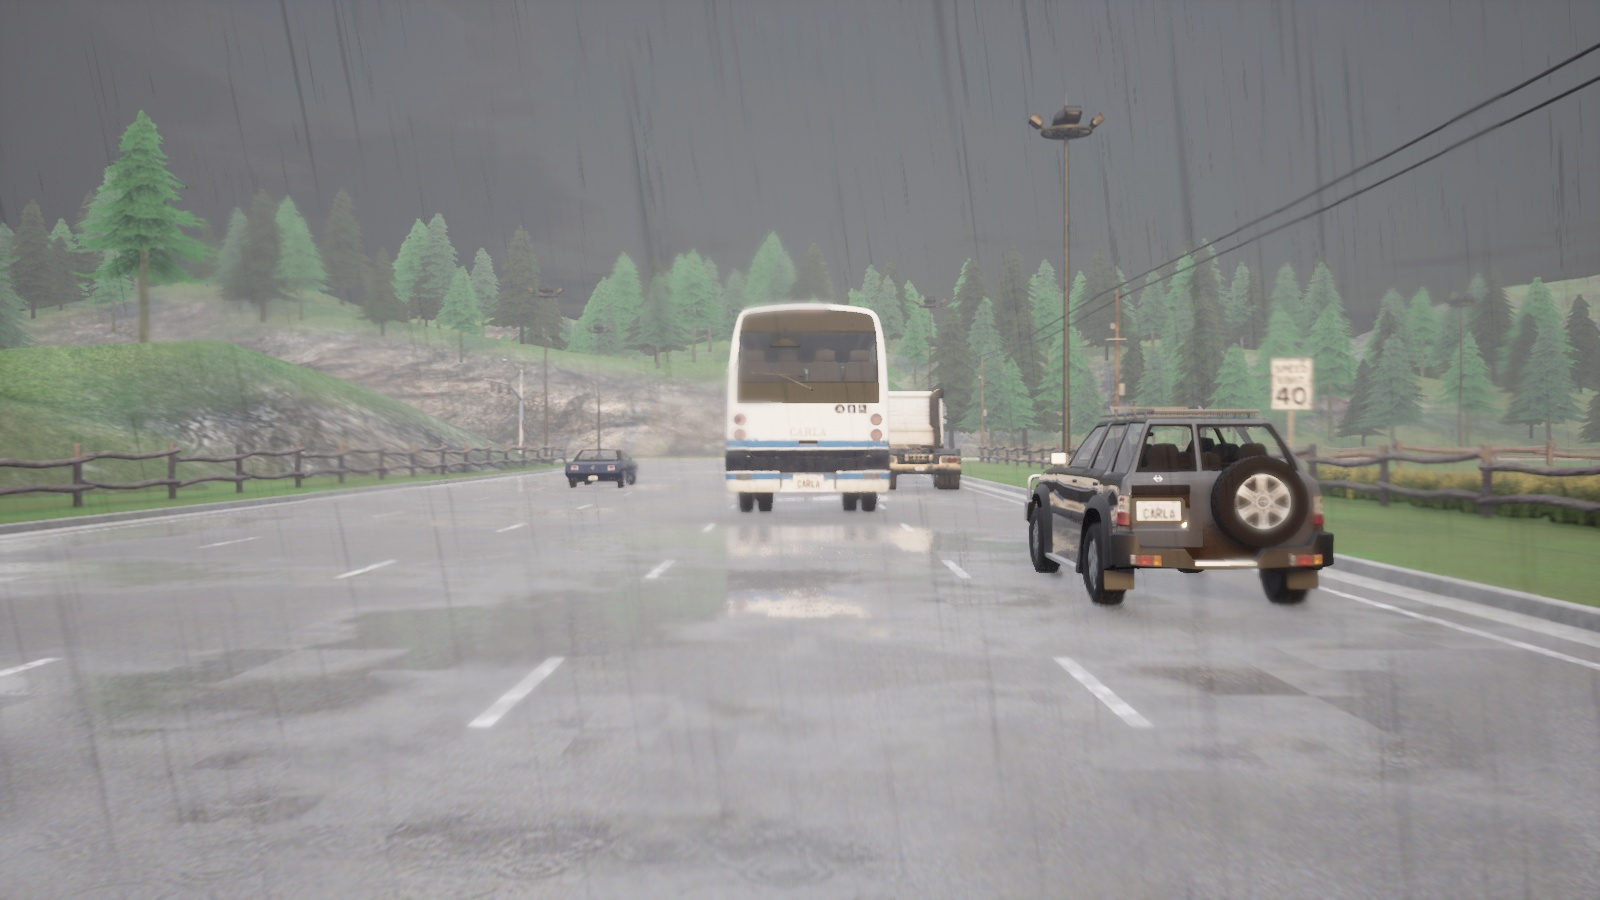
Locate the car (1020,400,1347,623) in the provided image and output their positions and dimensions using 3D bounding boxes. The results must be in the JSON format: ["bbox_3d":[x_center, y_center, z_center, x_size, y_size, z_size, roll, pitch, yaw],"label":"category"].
[{"bbox_3d":[3.588,0.498,12.748,1.932,1.855,4.605,0,0,0],"label":"car"}]

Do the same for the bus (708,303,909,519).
[{"bbox_3d":[0.187,-0.789,29.833,3.944,4.253,10.273,0,0,0],"label":"bus"}]

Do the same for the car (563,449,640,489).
[{"bbox_3d":[-6.740,0.612,43.121,1.895,1.301,4.718,0,0,0],"label":"car"}]

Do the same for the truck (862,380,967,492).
[{"bbox_3d":[3.760,-0.461,43.021,2.891,3.462,7.936,0,0,0],"label":"truck"}]
